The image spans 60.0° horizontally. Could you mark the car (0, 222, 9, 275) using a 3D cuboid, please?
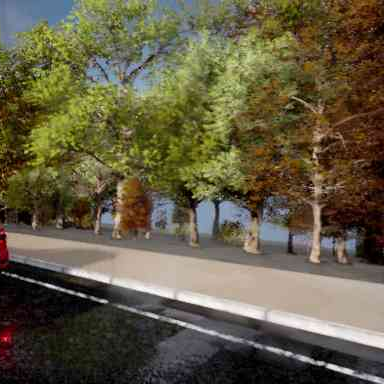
[{"bbox_3d":[-6.970,1.241,8.655,5.566,2.045,2.150,0,0,35],"label":"car"}]
